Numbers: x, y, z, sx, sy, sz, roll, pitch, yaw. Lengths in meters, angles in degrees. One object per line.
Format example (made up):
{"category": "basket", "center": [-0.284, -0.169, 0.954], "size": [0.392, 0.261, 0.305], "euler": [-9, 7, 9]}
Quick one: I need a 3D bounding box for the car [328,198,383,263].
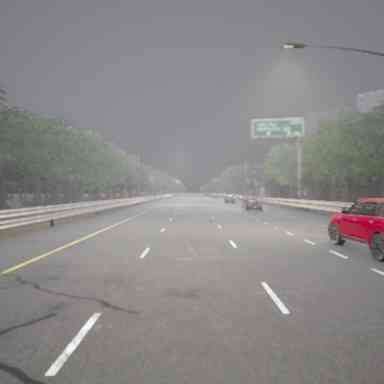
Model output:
{"category": "car", "center": [7.015, 1.220, 12.149], "size": [2.150, 2.045, 5.566], "euler": [0, 0, 0]}

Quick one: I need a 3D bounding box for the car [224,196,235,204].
{"category": "car", "center": [7.185, 1.446, 64.247], "size": [2.128, 1.511, 4.902], "euler": [0, 0, 0]}

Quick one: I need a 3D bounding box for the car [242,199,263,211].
{"category": "car", "center": [7.097, 1.509, 39.602], "size": [1.812, 1.442, 4.674], "euler": [0, 0, 0]}
